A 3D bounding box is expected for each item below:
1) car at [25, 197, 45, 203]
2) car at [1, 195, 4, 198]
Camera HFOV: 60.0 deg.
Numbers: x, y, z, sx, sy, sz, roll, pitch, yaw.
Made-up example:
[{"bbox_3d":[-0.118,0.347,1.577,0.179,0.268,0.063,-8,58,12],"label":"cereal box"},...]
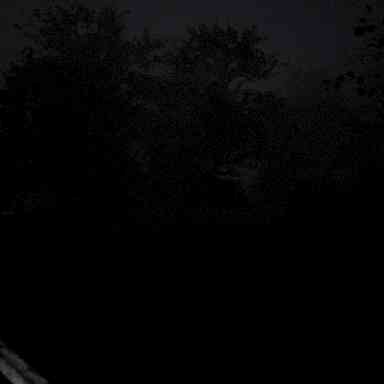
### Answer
[{"bbox_3d":[-33.732,1.711,71.278,4.892,1.490,1.837,0,0,18],"label":"car"},{"bbox_3d":[-40.766,1.492,69.424,5.566,2.045,2.150,0,0,3],"label":"car"}]
